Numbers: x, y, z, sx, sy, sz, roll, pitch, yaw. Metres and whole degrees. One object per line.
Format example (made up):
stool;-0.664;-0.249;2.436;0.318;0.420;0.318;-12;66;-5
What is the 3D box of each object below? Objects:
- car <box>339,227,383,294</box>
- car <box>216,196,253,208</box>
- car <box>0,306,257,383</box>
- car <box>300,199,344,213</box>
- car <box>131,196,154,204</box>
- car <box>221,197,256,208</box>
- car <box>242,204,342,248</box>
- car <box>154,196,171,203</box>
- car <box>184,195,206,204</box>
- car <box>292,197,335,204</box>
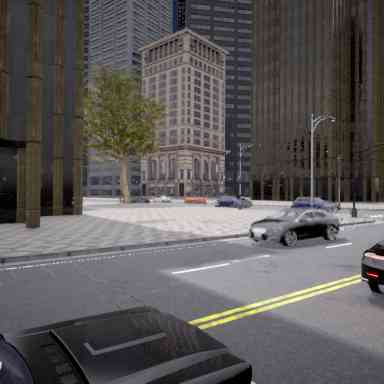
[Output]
car;5.774;1.492;7.556;4.902;1.511;2.128;0;0;-35
car;5.311;1.305;44.509;2.097;1.767;4.553;1;-1;-40
car;-1.747;1.601;2.195;4.718;1.301;1.895;0;0;-36
car;14.788;1.550;37.973;1.994;1.385;4.181;1;0;-38
car;-9.466;1.514;61.221;1.994;1.385;4.181;1;-1;-43
car;6.637;1.487;47.993;1.837;1.490;4.892;1;0;-40
car;4.680;1.492;14.972;4.902;1.511;2.128;0;0;-35
car;-6.418;1.570;72.102;1.812;1.442;4.674;1;-1;-45
car;0.541;1.399;64.915;2.097;1.767;4.553;1;-1;-43
car;12.859;1.305;35.133;2.097;1.767;4.553;1;0;-37
